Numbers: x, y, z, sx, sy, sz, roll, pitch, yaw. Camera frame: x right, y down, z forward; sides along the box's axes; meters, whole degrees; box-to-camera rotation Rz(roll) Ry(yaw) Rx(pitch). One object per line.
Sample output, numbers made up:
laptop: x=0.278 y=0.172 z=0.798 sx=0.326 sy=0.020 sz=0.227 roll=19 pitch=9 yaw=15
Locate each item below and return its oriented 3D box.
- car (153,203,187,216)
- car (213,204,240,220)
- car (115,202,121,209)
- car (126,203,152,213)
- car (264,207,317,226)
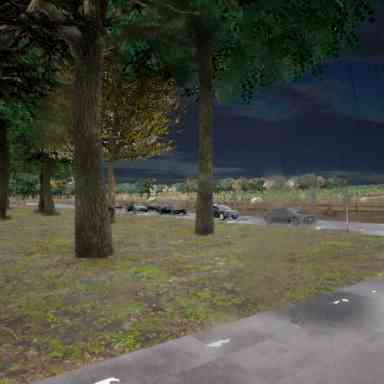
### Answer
car: x=-2.551 y=2.276 z=41.338 sx=1.895 sy=1.301 sz=4.718 roll=-1 pitch=0 yaw=-35
car: x=2.738 y=2.015 z=33.805 sx=1.837 sy=1.490 sz=4.892 roll=-1 pitch=0 yaw=-35
car: x=-15.344 y=2.643 z=64.643 sx=1.994 sy=1.385 sz=4.181 roll=-1 pitch=0 yaw=-35
car: x=-8.220 y=2.411 z=49.461 sx=1.994 sy=1.385 sz=4.181 roll=-1 pitch=0 yaw=-35
car: x=7.766 y=1.913 z=26.658 sx=1.994 sy=1.385 sz=4.181 roll=-1 pitch=0 yaw=-35
